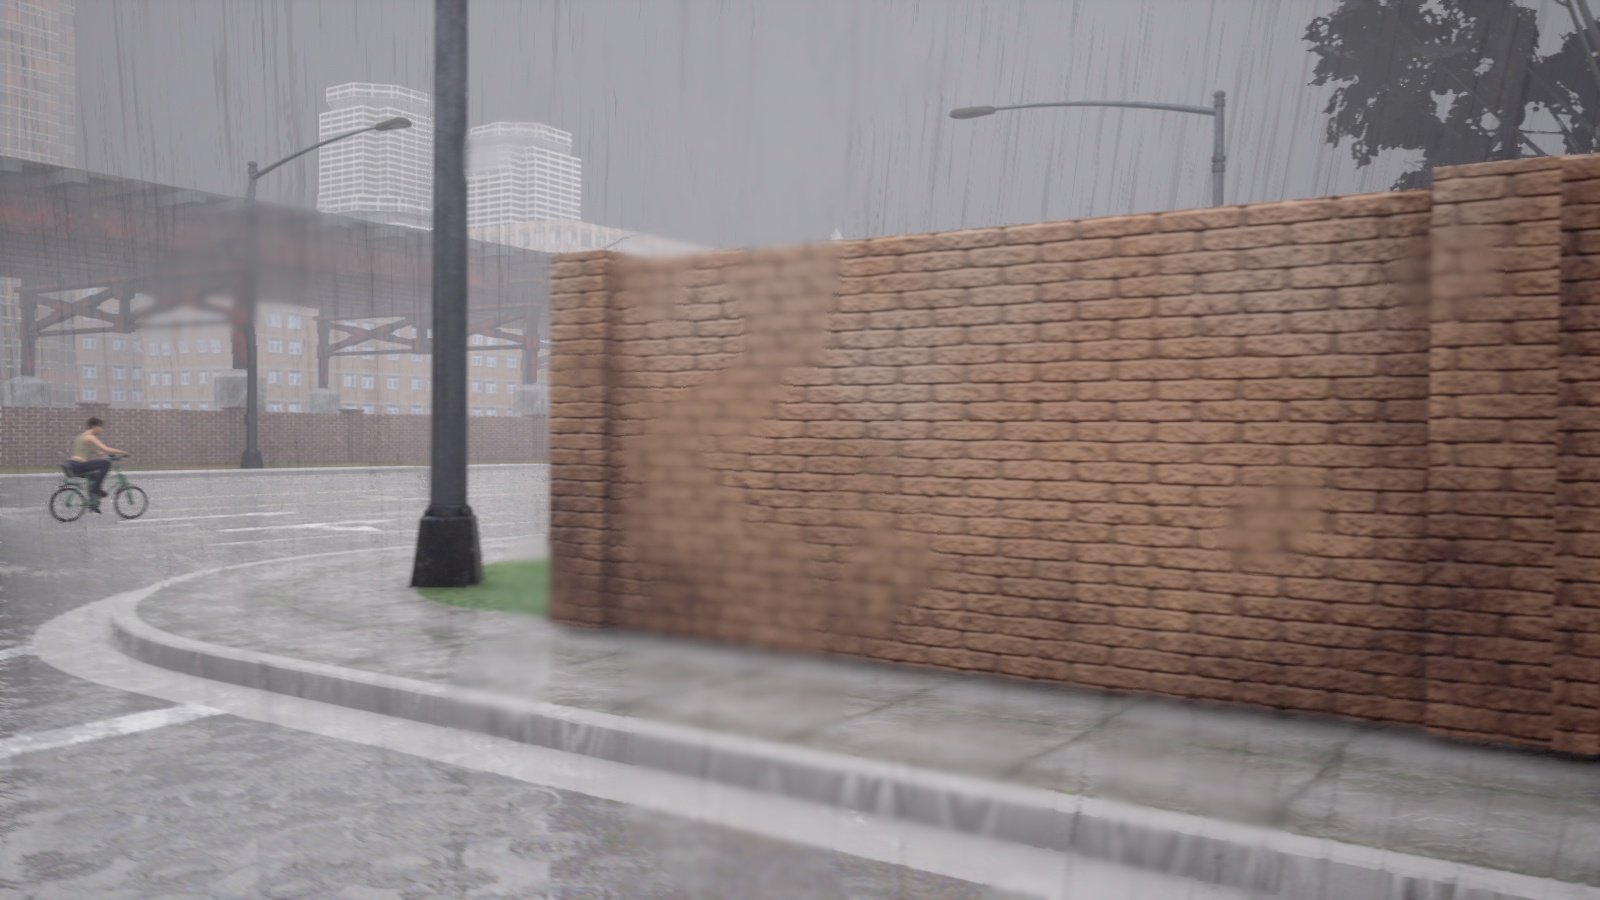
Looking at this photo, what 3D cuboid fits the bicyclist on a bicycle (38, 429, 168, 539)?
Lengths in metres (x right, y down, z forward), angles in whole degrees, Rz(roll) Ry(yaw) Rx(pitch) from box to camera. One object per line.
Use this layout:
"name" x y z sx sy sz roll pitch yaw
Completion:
"bicyclist on a bicycle" -10.758 0.494 19.427 0.866 1.612 1.509 0 1 34
